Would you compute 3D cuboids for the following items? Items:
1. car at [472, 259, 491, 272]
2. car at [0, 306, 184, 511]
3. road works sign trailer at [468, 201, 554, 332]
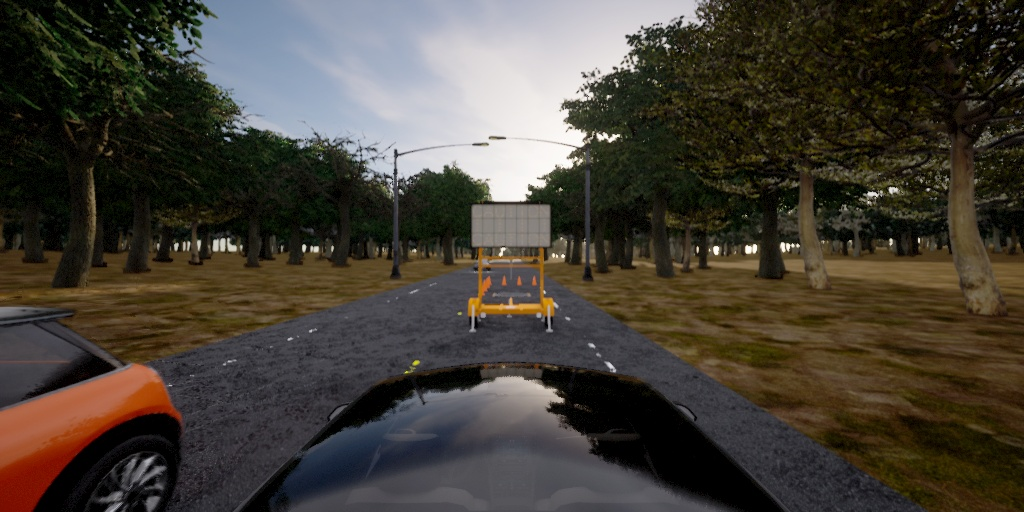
[{"bbox_3d":[-3.643,1.100,43.581,1.812,1.442,4.674,0,0,0],"label":"car"},{"bbox_3d":[-3.598,1.106,0.805,2.097,1.767,4.553,0,0,0],"label":"car"},{"bbox_3d":[-0.027,0.173,10.725,2.380,3.560,2.880,0,0,0],"label":"road works sign trailer"}]
